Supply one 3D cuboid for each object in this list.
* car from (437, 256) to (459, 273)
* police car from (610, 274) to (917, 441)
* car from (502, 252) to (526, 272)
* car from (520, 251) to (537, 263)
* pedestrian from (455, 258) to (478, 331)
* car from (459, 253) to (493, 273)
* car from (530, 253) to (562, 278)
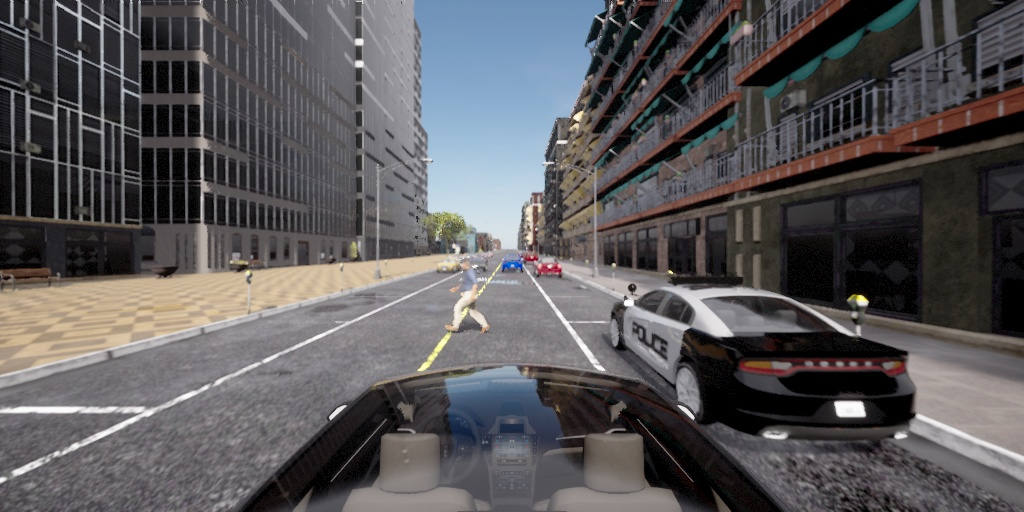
[{"bbox_3d":[-5.726,0.735,32.771,1.751,1.417,4.829,0,0,0],"label":"car"},{"bbox_3d":[2.996,1.106,5.763,1.930,1.638,5.238,0,1,0],"label":"police car"},{"bbox_3d":[0.051,0.666,34.164,1.882,1.535,5.008,0,1,0],"label":"car"},{"bbox_3d":[2.634,0.221,49.916,2.192,1.841,5.009,0,0,0],"label":"car"},{"bbox_3d":[-1.074,0.924,8.561,0.375,1.860,0.375,1,0,-3],"label":"pedestrian"},{"bbox_3d":[-3.129,0.709,32.483,2.128,1.511,4.902,0,1,0],"label":"car"},{"bbox_3d":[2.661,0.748,27.335,1.967,1.591,4.097,0,0,0],"label":"car"}]
